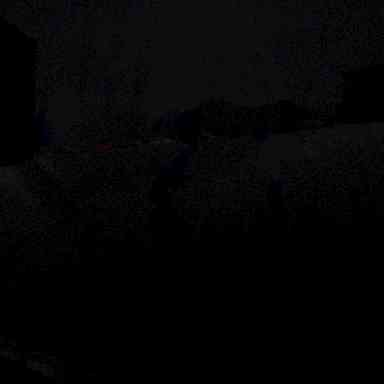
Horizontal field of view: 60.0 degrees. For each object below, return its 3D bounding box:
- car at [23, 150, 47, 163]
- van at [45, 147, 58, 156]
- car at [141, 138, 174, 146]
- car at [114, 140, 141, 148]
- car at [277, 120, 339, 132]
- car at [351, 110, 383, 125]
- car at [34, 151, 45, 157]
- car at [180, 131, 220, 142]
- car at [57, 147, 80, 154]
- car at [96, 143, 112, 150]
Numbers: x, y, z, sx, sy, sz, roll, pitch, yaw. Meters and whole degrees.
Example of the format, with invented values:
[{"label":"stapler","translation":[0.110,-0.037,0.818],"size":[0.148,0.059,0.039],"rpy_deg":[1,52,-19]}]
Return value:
[{"label":"car","translation":[-30.088,-6.825,63.618],"size":[2.435,2.045,5.566],"rpy_deg":[0,2,-44]},{"label":"van","translation":[-22.294,-6.415,55.682],"size":[1.878,1.987,4.442],"rpy_deg":[0,2,-44]},{"label":"car","translation":[-2.968,-5.110,36.003],"size":[2.002,1.452,4.674],"rpy_deg":[0,2,-44]},{"label":"car","translation":[-6.937,-5.497,40.046],"size":[2.185,1.767,4.553],"rpy_deg":[0,2,-44]},{"label":"car","translation":[8.540,-4.504,24.286],"size":[2.231,1.521,4.892],"rpy_deg":[0,2,-44]},{"label":"car","translation":[12.411,-4.274,20.357],"size":[2.231,1.521,4.892],"rpy_deg":[0,2,-45]},{"label":"car","translation":[-26.253,-6.347,59.711],"size":[2.002,1.452,4.674],"rpy_deg":[0,2,-44]},{"label":"car","translation":[0.884,-5.061,32.083],"size":[2.185,1.767,4.553],"rpy_deg":[0,2,-44]},{"label":"car","translation":[-18.521,-5.994,51.838],"size":[2.231,1.521,4.892],"rpy_deg":[0,2,-44]},{"label":"car","translation":[-10.803,-5.709,43.982],"size":[2.185,1.767,4.553],"rpy_deg":[0,2,-44]}]
